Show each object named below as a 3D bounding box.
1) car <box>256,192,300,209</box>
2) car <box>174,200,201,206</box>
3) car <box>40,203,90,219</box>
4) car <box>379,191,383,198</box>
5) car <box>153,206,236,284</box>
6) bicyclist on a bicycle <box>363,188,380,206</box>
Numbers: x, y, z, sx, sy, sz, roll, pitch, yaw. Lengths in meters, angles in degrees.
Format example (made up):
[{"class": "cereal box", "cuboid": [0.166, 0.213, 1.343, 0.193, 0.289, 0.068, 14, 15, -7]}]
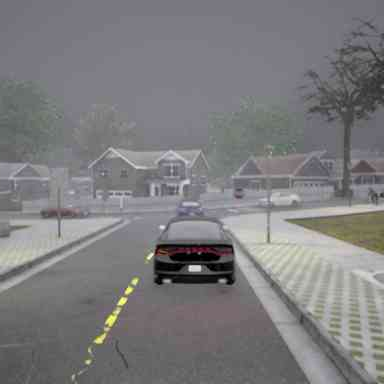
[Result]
[{"class": "car", "cuboid": [8.499, 0.752, 32.822, 4.674, 1.442, 1.812, -3, 3, -23]}, {"class": "car", "cuboid": [-0.282, 1.312, 24.543, 1.812, 1.442, 4.674, -1, 0, -7]}, {"class": "car", "cuboid": [-11.326, 1.664, 29.556, 4.674, 1.442, 1.812, -2, 1, 21]}, {"class": "car", "cuboid": [25.394, -0.015, 40.690, 5.357, 1.411, 2.033, -3, 3, -25]}, {"class": "car", "cuboid": [0.061, 1.388, 9.303, 1.882, 1.535, 5.008, 0, 1, 0]}, {"class": "bicyclist on a bicycle", "cuboid": [16.107, 0.421, 29.820, 0.582, 1.620, 1.656, -3, 2, -25]}]
